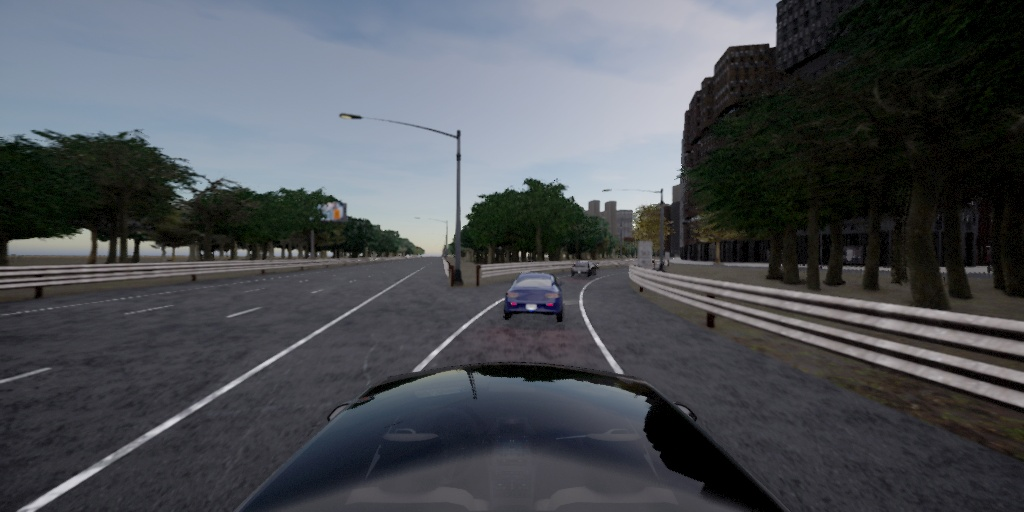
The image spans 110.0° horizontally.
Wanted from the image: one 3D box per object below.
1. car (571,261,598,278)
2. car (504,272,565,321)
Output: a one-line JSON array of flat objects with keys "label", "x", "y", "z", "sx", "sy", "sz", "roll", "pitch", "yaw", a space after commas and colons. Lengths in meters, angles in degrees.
[{"label": "car", "x": 7.103, "y": 1.259, "z": 34.873, "sx": 2.128, "sy": 1.511, "sz": 4.902, "roll": 0, "pitch": 0, "yaw": 24}, {"label": "car", "x": 0.842, "y": 1.284, "z": 12.466, "sx": 1.812, "sy": 1.442, "sz": 4.674, "roll": 0, "pitch": 0, "yaw": 7}]
